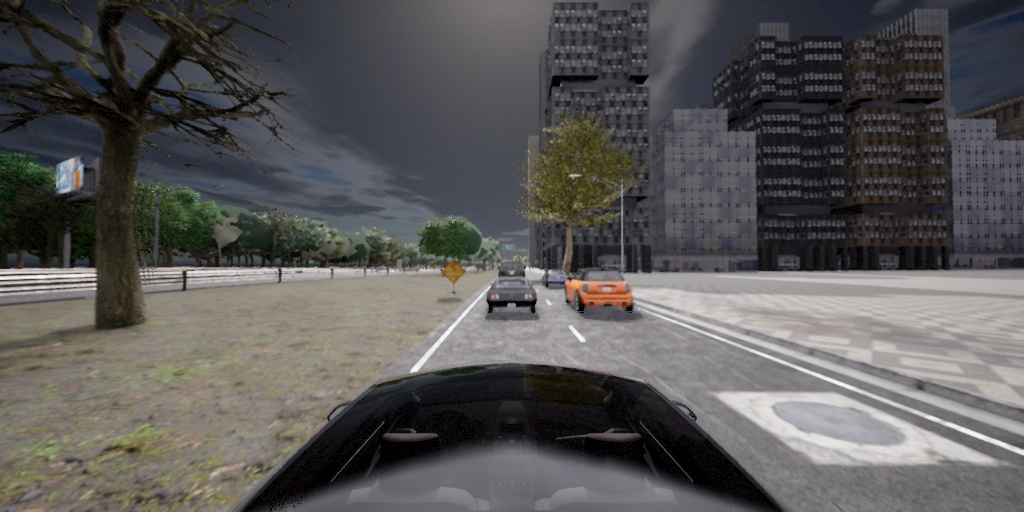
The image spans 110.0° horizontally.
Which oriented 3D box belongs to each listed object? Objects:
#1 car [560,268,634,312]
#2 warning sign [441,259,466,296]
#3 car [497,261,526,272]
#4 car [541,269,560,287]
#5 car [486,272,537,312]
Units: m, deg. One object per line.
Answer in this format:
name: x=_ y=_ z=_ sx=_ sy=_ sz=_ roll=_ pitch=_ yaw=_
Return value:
car: x=3.505 y=1.284 z=15.308 sx=2.097 sy=1.767 sz=4.553 roll=0 pitch=-1 yaw=0
warning sign: x=-3.063 y=1.107 z=18.897 sx=1.300 sy=1.860 sz=1.060 roll=0 pitch=0 yaw=0
car: x=-0.014 y=1.447 z=29.463 sx=2.150 sy=2.045 sz=5.566 roll=0 pitch=-1 yaw=0
car: x=3.486 y=1.768 z=29.411 sx=2.033 sy=1.411 sz=5.357 roll=0 pitch=-1 yaw=0
car: x=0.002 y=1.531 z=15.130 sx=1.895 sy=1.301 sz=4.718 roll=0 pitch=-1 yaw=0
